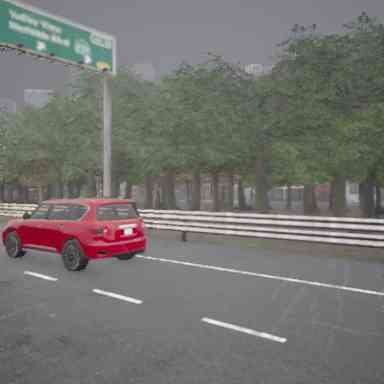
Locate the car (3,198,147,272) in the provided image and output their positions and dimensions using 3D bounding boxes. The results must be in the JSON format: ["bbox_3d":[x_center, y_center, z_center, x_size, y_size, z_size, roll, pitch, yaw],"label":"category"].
[{"bbox_3d":[-3.993,1.224,11.017,5.566,2.045,2.150,0,0,36],"label":"car"}]
